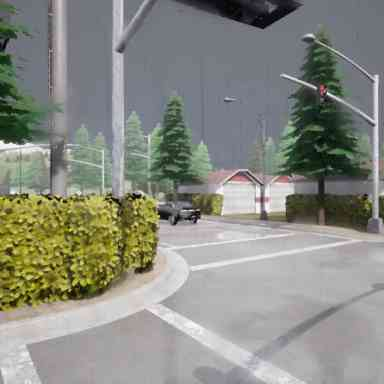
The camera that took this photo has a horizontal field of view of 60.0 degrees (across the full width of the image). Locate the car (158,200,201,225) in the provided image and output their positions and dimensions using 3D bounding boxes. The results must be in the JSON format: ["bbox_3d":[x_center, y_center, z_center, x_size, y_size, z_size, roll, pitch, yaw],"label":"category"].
[{"bbox_3d":[-1.361,1.320,22.494,2.128,1.511,4.902,0,1,-36],"label":"car"}]
